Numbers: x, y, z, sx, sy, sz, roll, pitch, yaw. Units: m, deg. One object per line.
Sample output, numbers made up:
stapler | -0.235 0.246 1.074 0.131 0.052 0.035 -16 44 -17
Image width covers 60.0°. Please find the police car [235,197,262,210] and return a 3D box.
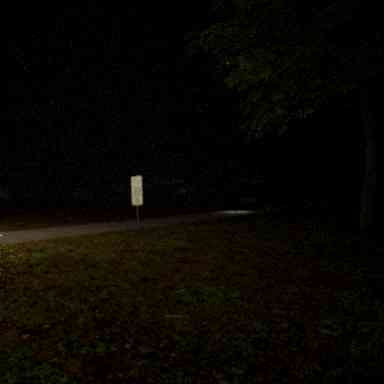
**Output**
police car | 7.208 1.434 42.326 1.930 1.638 5.238 -3 -1 35
